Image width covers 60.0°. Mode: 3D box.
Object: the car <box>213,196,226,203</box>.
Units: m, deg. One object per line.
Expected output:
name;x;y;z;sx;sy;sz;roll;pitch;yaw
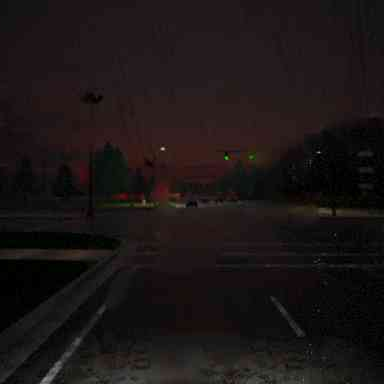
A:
car;6.979;2.081;85.906;1.837;1.490;4.892;0;0;0

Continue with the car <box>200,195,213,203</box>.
car;3.479;2.106;85.904;2.128;1.511;4.902;0;0;0

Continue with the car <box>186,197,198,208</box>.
car;-0.008;1.906;56.109;1.812;1.442;4.674;0;0;0

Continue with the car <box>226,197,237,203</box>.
car;10.479;2.136;86.324;1.994;1.385;4.181;0;0;0

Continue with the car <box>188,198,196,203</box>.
car;-0.021;2.180;86.349;1.895;1.301;4.718;0;0;0
